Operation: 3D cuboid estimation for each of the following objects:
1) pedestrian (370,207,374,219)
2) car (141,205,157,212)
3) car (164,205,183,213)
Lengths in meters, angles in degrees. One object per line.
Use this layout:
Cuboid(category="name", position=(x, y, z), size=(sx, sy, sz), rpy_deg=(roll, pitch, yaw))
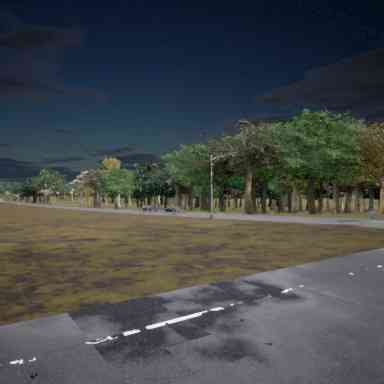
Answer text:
Cuboid(category="pedestrian", position=(19.252, 2.203, 35.553), size=(0.375, 1.300, 0.375), rpy_deg=(-2, 1, -33))
Cuboid(category="car", position=(-9.263, 3.559, 71.755), size=(1.837, 1.490, 4.892), rpy_deg=(1, -2, -33))
Cuboid(category="car", position=(-3.494, 3.250, 63.143), size=(2.128, 1.511, 4.902), rpy_deg=(1, -2, -33))
